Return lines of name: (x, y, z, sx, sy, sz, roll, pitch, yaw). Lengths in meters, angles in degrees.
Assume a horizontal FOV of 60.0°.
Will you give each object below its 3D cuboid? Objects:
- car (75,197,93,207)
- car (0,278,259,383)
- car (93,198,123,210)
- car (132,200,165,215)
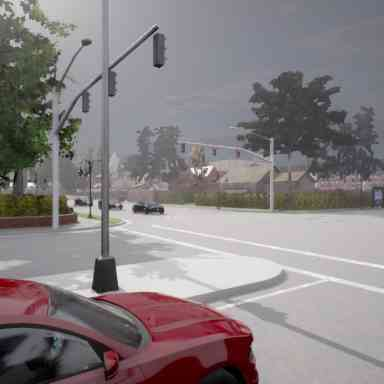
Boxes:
car: (-16.528, 1.491, 50.927, 2.128, 1.511, 4.902, 0, 0, -36)
car: (-1.637, 1.478, 2.600, 5.008, 1.535, 1.882, 0, 0, -35)
car: (-10.497, 1.492, 42.594, 2.128, 1.511, 4.902, 0, 0, -36)
car: (-4.550, 1.564, 34.394, 1.994, 1.385, 4.181, 0, 0, -36)
